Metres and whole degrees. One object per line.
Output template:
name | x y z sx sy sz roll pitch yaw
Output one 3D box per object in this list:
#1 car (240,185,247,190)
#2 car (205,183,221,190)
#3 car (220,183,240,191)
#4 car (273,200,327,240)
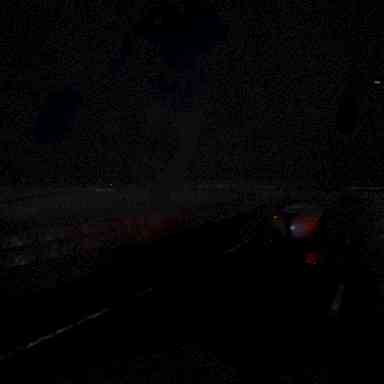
car | 12.719 -1.024 87.243 2.128 1.511 4.902 -1 2 -18
car | 6.316 -1.205 94.911 2.033 1.411 5.357 -1 2 -24
car | 9.668 -0.980 85.262 1.837 1.490 4.892 -1 2 -18
car | 4.746 1.091 14.451 1.812 1.442 4.674 1 2 24
